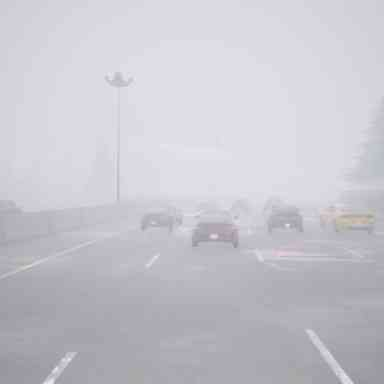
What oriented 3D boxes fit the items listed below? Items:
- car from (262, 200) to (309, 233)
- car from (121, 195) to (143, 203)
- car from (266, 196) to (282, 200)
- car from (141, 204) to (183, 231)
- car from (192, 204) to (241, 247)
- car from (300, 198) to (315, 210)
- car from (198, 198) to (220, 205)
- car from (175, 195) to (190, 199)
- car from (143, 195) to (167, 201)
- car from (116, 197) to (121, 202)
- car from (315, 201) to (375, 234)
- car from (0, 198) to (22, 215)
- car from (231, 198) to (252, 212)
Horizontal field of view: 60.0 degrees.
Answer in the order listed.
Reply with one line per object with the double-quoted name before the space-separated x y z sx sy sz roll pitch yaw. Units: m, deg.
"car" 5.278 1.449 19.508 1.837 1.490 4.892 0 0 9
"car" -9.631 1.255 57.933 1.882 1.535 5.008 0 0 22
"car" 9.253 1.245 37.110 2.097 1.767 4.553 0 0 16
"car" -1.734 1.452 19.948 1.812 1.442 4.674 0 0 8
"car" 1.074 1.477 14.658 1.812 1.442 4.674 0 0 6
"car" 12.959 1.426 37.340 1.812 1.442 4.674 0 0 17
"car" 1.926 1.402 37.005 1.812 1.442 4.674 0 0 15
"car" -1.634 1.318 58.924 1.812 1.442 4.674 0 0 24
"car" -5.996 1.290 57.557 1.837 1.490 4.892 0 1 22
"car" -12.043 1.237 61.289 1.882 1.535 5.008 0 0 22
"car" 8.757 1.431 19.150 1.882 1.535 5.008 0 0 9
"car" -12.495 1.253 20.152 2.097 1.767 4.553 0 0 9
"car" 5.483 1.390 36.726 1.837 1.490 4.892 0 0 15
